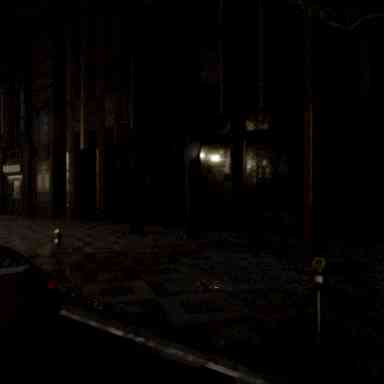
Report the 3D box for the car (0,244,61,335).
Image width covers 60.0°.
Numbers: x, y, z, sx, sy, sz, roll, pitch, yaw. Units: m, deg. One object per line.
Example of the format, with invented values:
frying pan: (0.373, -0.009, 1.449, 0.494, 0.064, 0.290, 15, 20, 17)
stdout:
car: (-4.037, 1.587, 5.961, 4.206, 1.307, 1.802, 0, 0, 36)
